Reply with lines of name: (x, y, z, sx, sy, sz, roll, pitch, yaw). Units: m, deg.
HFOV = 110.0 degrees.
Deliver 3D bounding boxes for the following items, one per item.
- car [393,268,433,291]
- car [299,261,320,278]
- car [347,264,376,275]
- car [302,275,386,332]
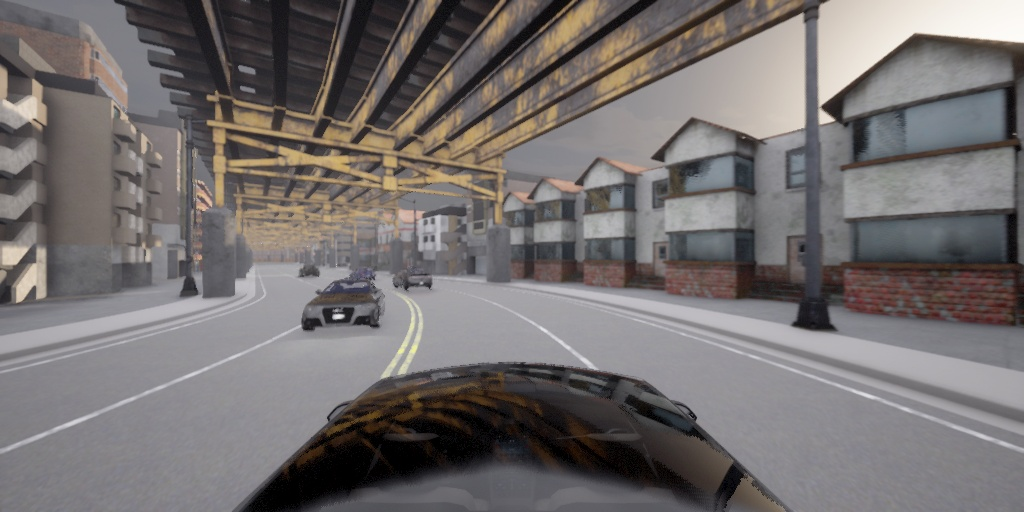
car: (-7.099, 1.610, 25.373, 2.128, 1.511, 4.902, 0, -1, -30)
car: (-26.402, 1.926, 46.707, 2.097, 1.767, 4.553, 0, -1, -35)
car: (-15.971, 1.894, 38.432, 1.812, 1.442, 4.674, 0, -1, -35)
car: (-5.204, 1.473, 11.584, 1.994, 1.385, 4.181, 0, -1, -16)
